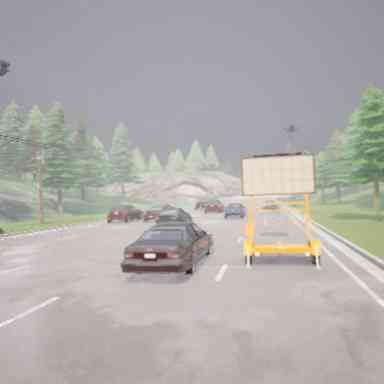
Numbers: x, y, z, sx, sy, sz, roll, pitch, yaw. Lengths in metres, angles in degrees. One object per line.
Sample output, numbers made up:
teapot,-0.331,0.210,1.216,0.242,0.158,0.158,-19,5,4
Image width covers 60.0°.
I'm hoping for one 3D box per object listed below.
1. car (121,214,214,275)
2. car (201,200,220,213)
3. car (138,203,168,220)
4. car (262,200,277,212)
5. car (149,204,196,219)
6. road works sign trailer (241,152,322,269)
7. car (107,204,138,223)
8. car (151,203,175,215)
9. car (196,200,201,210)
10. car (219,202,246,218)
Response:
car,-0.549,1.711,11.080,2.033,1.411,5.357,-2,-1,12
car,3.019,1.803,43.737,2.097,1.767,4.553,-2,-1,12
car,-3.175,2.050,31.782,1.812,1.442,4.674,-2,-1,12
car,9.610,1.730,41.416,2.033,1.411,5.357,-2,-1,13
car,-1.287,1.882,24.063,1.812,1.442,4.674,-2,-1,12
road works sign trailer,2.934,0.503,11.304,2.380,3.560,2.880,-2,-1,12
car,-6.575,2.016,33.037,2.097,1.767,4.553,-2,-1,13
car,-3.905,2.247,45.070,1.812,1.442,4.674,-2,-1,13
car,1.789,2.135,54.428,1.837,1.490,4.892,-2,-2,12
car,4.391,1.820,33.634,2.033,1.411,5.357,-2,-1,12
